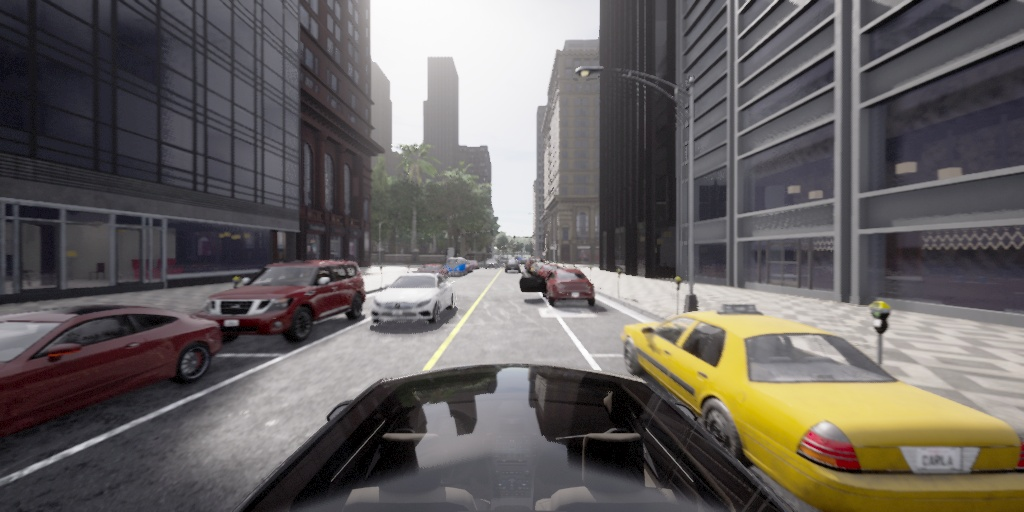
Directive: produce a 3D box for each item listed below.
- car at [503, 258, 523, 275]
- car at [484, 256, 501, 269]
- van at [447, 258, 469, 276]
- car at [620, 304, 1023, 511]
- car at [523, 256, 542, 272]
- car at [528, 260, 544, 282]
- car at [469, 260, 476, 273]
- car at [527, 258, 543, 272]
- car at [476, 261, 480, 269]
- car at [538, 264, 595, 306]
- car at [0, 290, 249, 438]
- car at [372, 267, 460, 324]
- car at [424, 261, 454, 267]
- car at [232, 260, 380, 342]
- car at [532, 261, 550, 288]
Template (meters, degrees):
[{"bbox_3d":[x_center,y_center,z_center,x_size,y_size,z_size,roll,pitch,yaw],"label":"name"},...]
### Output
[{"bbox_3d":[0.062,1.243,43.294,1.812,1.442,4.674,0,0,0],"label":"car"},{"bbox_3d":[-3.004,1.150,54.064,1.812,1.442,4.674,0,0,0],"label":"car"},{"bbox_3d":[-5.765,1.062,37.022,1.690,1.789,3.998,0,0,0],"label":"van"},{"bbox_3d":[2.762,1.272,4.628,1.751,1.417,4.829,0,0,0],"label":"car"},{"bbox_3d":[2.759,1.032,42.433,2.192,1.841,5.009,0,0,0],"label":"car"},{"bbox_3d":[2.760,1.276,31.582,2.007,1.370,4.403,0,0,0],"label":"car"},{"bbox_3d":[-5.766,1.157,42.448,1.967,1.591,4.097,0,0,0],"label":"car"},{"bbox_3d":[2.760,1.247,37.178,1.751,1.417,4.829,0,0,0],"label":"car"},{"bbox_3d":[-5.767,1.290,53.301,1.802,1.307,4.207,0,0,0],"label":"car"},{"bbox_3d":[2.351,1.262,15.582,1.812,1.442,4.674,0,0,0],"label":"car"},{"bbox_3d":[-5.764,1.329,4.466,1.802,1.307,4.207,0,0,0],"label":"car"},{"bbox_3d":[-3.101,1.265,12.032,1.812,1.442,4.674,0,0,0],"label":"car"},{"bbox_3d":[-5.765,1.273,26.170,1.888,1.381,4.507,0,0,0],"label":"car"},{"bbox_3d":[-5.764,1.056,9.892,2.192,1.841,5.009,0,0,0],"label":"car"},{"bbox_3d":[2.759,1.274,26.158,1.888,1.381,4.507,0,0,0],"label":"car"}]
